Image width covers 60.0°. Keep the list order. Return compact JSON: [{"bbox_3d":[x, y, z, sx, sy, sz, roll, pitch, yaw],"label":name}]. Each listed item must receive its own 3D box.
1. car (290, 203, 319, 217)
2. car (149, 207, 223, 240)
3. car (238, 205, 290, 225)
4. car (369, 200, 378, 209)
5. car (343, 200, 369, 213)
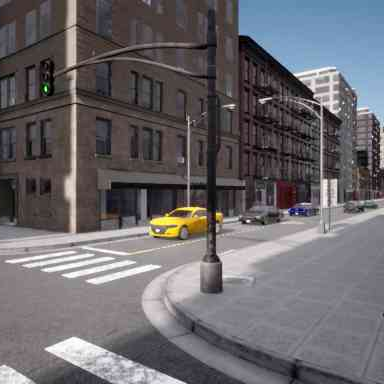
[{"bbox_3d":[11.535,1.815,34.314,1.895,1.301,4.718,0,0,36],"label":"car"},{"bbox_3d":[-0.188,1.575,17.872,1.882,1.535,5.008,0,0,35],"label":"car"},{"bbox_3d":[5.551,1.704,25.932,2.033,1.411,5.357,0,0,35],"label":"car"},{"bbox_3d":[27.777,1.904,52.043,1.994,1.385,4.181,0,0,35],"label":"car"},{"bbox_3d":[20.211,1.765,41.422,2.128,1.511,4.902,0,0,36],"label":"car"}]
